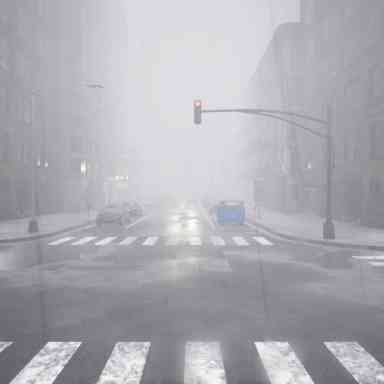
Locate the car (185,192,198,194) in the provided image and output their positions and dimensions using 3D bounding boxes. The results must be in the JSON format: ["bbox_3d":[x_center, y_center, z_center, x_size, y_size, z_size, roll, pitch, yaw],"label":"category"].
[{"bbox_3d":[0.083,1.331,67.106,2.097,1.767,4.553,0,0,-2],"label":"car"}]

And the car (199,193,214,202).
[{"bbox_3d":[2.629,1.305,51.603,2.192,1.841,5.009,0,0,0],"label":"car"}]

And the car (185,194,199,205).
[{"bbox_3d":[0.093,1.512,57.276,1.812,1.442,4.674,0,0,0],"label":"car"}]

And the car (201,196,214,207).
[{"bbox_3d":[2.629,1.576,45.922,1.802,1.307,4.206,0,0,0],"label":"car"}]

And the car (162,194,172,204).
[{"bbox_3d":[-5.399,1.548,62.960,1.947,1.339,4.313,0,0,0],"label":"car"}]

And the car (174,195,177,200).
[{"bbox_3d":[-5.401,1.410,80.005,1.967,1.590,4.097,0,0,0],"label":"car"}]

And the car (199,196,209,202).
[{"bbox_3d":[2.625,1.524,74.328,2.008,1.369,4.403,0,0,0],"label":"car"}]

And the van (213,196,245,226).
[{"bbox_3d":[2.633,1.340,23.197,1.690,1.788,3.998,0,0,0],"label":"van"}]

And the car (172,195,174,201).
[{"bbox_3d":[-5.400,1.293,68.641,2.192,1.841,5.009,0,0,0],"label":"car"}]

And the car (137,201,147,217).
[{"bbox_3d":[-5.393,1.543,28.868,1.887,1.381,4.507,0,0,0],"label":"car"}]

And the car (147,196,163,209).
[{"bbox_3d":[-5.396,1.520,45.744,1.752,1.417,4.829,0,0,0],"label":"car"}]

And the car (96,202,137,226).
[{"bbox_3d":[-5.392,1.550,23.187,2.008,1.369,4.403,0,0,0],"label":"car"}]

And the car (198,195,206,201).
[{"bbox_3d":[2.623,1.531,85.691,1.947,1.339,4.313,0,0,0],"label":"car"}]

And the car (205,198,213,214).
[{"bbox_3d":[2.631,1.580,34.559,1.802,1.307,4.206,0,0,0],"label":"car"}]

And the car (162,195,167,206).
[{"bbox_3d":[-5.397,1.556,51.596,1.947,1.339,4.313,0,0,0],"label":"car"}]
